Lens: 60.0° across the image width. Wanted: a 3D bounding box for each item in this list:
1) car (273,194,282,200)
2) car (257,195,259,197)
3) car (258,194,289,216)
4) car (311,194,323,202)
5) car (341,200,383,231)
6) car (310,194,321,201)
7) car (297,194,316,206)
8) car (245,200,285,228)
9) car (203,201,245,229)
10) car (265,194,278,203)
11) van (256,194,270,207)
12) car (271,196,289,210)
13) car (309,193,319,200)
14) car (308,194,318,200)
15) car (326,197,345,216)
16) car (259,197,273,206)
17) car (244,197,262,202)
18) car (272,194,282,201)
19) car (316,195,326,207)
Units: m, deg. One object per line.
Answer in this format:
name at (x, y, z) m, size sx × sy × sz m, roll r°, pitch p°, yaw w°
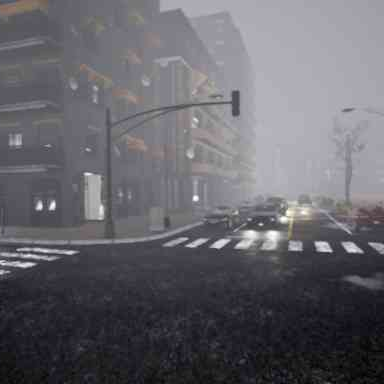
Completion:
car at (21.873, 1.290, 84.633) m, size 2.008 × 1.369 × 4.403 m, roll -1°, pitch 0°, yaw 18°
car at (8.564, 1.332, 42.420) m, size 1.967 × 1.590 × 4.097 m, roll -1°, pitch 0°, yaw 17°
car at (7.812, 1.242, 31.415) m, size 2.097 × 1.767 × 4.553 m, roll -1°, pitch 0°, yaw 18°
car at (24.874, 1.196, 66.283) m, size 1.887 × 1.381 × 4.507 m, roll -1°, pitch 0°, yaw 17°
car at (9.903, 1.386, 18.793) m, size 1.887 × 1.381 × 4.507 m, roll -1°, pitch 0°, yaw 17°
car at (26.538, 1.184, 71.560) m, size 2.008 × 1.369 × 4.403 m, roll -1°, pitch 0°, yaw 17°
car at (16.760, 1.362, 49.163) m, size 1.895 × 1.301 × 4.718 m, roll -1°, pitch 0°, yaw 17°
car at (4.772, 1.479, 21.770) m, size 2.033 × 1.411 × 5.357 m, roll -1°, pitch 0°, yaw 17°
car at (1.912, 1.531, 21.313) m, size 2.008 × 1.369 × 4.403 m, roll -1°, pitch 0°, yaw 17°
car at (15.218, 1.250, 63.527) m, size 1.967 × 1.590 × 4.097 m, roll -1°, pitch 0°, yaw 17°
van at (10.226, 1.212, 47.697) m, size 1.690 × 1.788 × 3.998 m, roll -1°, pitch 0°, yaw 17°
car at (10.895, 1.328, 41.120) m, size 1.882 × 1.535 × 5.008 m, roll -1°, pitch 0°, yaw 18°
car at (28.199, 1.057, 76.836) m, size 1.967 × 1.590 × 4.097 m, roll -1°, pitch 0°, yaw 18°
car at (29.864, 1.150, 82.112) m, size 2.008 × 1.369 × 4.403 m, roll -1°, pitch 0°, yaw 17°
car at (13.281, 1.320, 29.509) m, size 1.752 × 1.417 × 4.829 m, roll -1°, pitch 0°, yaw 17°
car at (11.893, 1.431, 52.973) m, size 1.802 × 1.307 × 4.206 m, roll -1°, pitch 0°, yaw 17°
car at (5.239, 1.485, 31.867) m, size 2.008 × 1.369 × 4.403 m, roll -1°, pitch 0°, yaw 17°
car at (20.210, 1.307, 79.356) m, size 2.008 × 1.369 × 4.403 m, roll -1°, pitch 0°, yaw 17°
car at (18.221, 1.313, 45.176) m, size 1.802 × 1.307 × 4.206 m, roll -1°, pitch 0°, yaw 17°
